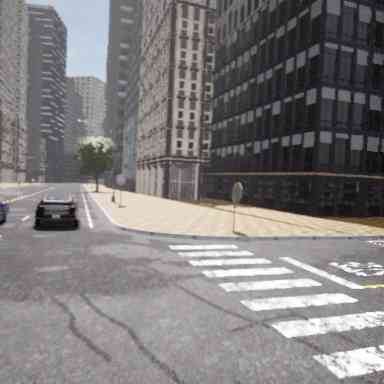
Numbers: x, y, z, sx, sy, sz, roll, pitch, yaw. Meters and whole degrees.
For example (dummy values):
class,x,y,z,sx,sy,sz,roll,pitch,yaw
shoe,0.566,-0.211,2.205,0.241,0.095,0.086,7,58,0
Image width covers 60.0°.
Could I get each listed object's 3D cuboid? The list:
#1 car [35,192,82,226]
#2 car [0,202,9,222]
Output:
class,x,y,z,sx,sy,sz,roll,pitch,yaw
car,-6.669,0.766,16.735,2.128,1.511,4.902,2,1,-19
car,-9.319,0.814,14.408,1.895,1.301,4.718,2,1,-19
